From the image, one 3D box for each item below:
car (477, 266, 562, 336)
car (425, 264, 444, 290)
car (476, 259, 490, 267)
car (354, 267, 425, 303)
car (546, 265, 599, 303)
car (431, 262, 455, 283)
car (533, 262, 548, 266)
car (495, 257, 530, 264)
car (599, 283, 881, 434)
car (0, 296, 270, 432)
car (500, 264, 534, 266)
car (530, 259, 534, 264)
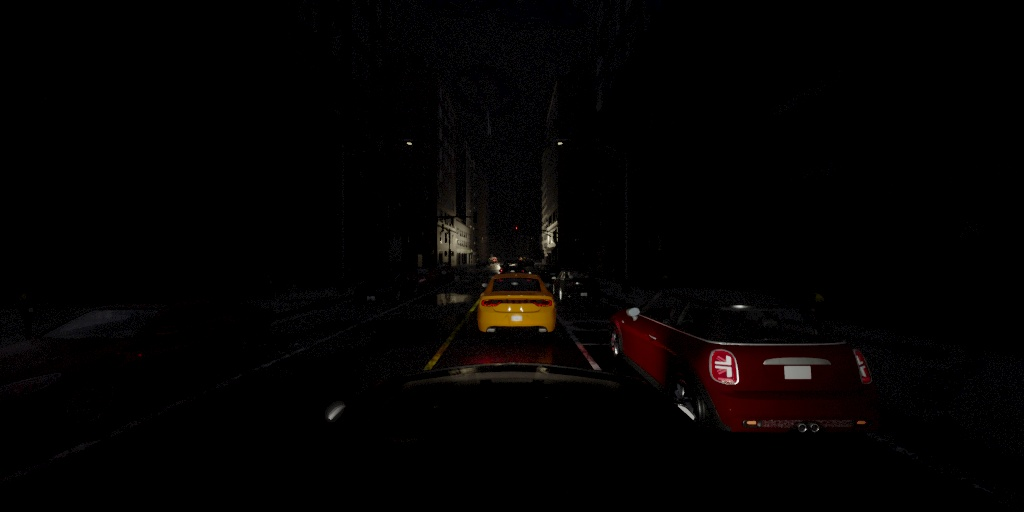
[{"bbox_3d":[0.114,1.228,10.414,1.882,1.535,5.008,0,0,0],"label":"car"},{"bbox_3d":[-5.630,1.334,22.047,1.802,1.307,4.207,0,0,0],"label":"car"},{"bbox_3d":[-5.513,1.375,64.650,1.802,1.307,4.207,0,0,0],"label":"car"},{"bbox_3d":[-5.640,1.317,16.546,1.948,1.339,4.313,0,0,0],"label":"car"},{"bbox_3d":[2.885,1.301,16.529,2.007,1.370,4.403,0,0,0],"label":"car"},{"bbox_3d":[-5.619,1.193,27.548,1.967,1.591,4.097,0,0,0],"label":"car"},{"bbox_3d":[2.906,1.319,27.532,1.948,1.339,4.313,0,0,0],"label":"car"},{"bbox_3d":[0.080,1.105,28.135,2.097,1.767,4.553,0,0,1],"label":"car"},{"bbox_3d":[2.864,1.190,5.526,1.967,1.591,4.097,0,0,0],"label":"car"},{"bbox_3d":[-5.661,1.332,5.543,1.802,1.307,4.207,0,0,0],"label":"car"},{"bbox_3d":[0.135,1.315,19.403,1.994,1.385,4.181,0,0,0],"label":"car"},{"bbox_3d":[3.012,1.233,64.621,1.967,1.591,4.097,0,0,0],"label":"car"}]
